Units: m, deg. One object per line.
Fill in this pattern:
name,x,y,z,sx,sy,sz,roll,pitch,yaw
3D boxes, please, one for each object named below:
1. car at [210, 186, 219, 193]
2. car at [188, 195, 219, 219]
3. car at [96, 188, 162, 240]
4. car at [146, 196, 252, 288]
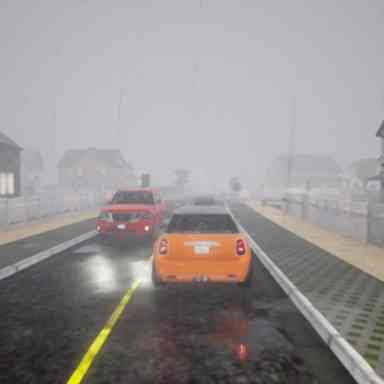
car,5.749,-0.707,84.516,2.097,1.767,4.553,0,1,11
car,0.886,0.991,23.353,1.994,1.385,4.181,0,1,4
car,-2.468,0.853,14.900,2.150,2.045,5.566,0,1,2
car,0.264,1.133,8.809,2.097,1.767,4.553,0,1,2
